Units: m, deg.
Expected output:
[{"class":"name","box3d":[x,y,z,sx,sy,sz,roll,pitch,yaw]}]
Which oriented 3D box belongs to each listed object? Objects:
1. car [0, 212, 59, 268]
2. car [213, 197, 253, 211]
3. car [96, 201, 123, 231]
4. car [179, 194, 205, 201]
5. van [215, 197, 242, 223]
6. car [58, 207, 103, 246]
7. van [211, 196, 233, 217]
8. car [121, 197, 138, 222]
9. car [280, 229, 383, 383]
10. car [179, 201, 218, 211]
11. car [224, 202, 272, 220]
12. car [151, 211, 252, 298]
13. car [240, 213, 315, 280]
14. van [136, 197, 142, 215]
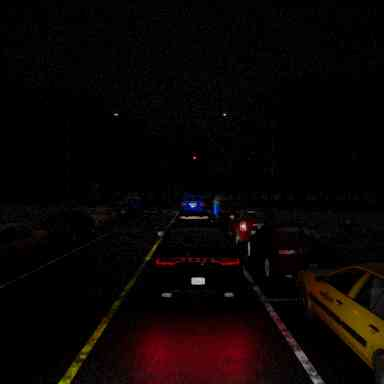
[{"class":"car","box3d":[-5.767,1.526,9.608,1.752,1.417,4.829,0,0,0]},{"class":"car","box3d":[2.756,1.317,20.655,2.192,1.841,5.009,0,0,0]},{"class":"car","box3d":[-5.769,1.527,20.483,1.752,1.417,4.829,0,0,0]},{"class":"car","box3d":[0.018,1.226,29.369,2.150,2.045,5.566,0,0,-2]},{"class":"van","box3d":[2.755,1.345,26.092,1.690,1.788,3.998,0,0,0]},{"class":"car","box3d":[-5.768,1.567,15.215,1.947,1.339,4.313,0,0,0]},{"class":"van","box3d":[2.754,1.346,31.530,1.690,1.788,3.998,0,0,0]},{"class":"car","box3d":[-5.770,1.444,26.090,1.967,1.590,4.097,0,0,0]},{"class":"car","box3d":[2.759,1.525,4.512,1.752,1.417,4.829,0,0,0]},{"class":"car","box3d":[0.093,1.493,19.001,2.128,1.511,4.902,0,0,0]},{"class":"car","box3d":[2.757,1.441,15.217,1.967,1.590,4.097,0,0,0]},{"class":"car","box3d":[0.093,1.478,8.558,1.882,1.535,5.008,0,0,0]},{"class":"car","box3d":[2.758,1.545,9.779,1.887,1.381,4.507,0,0,0]},{"class":"van","box3d":[-5.771,1.346,31.528,1.690,1.788,3.998,0,0,0]}]
